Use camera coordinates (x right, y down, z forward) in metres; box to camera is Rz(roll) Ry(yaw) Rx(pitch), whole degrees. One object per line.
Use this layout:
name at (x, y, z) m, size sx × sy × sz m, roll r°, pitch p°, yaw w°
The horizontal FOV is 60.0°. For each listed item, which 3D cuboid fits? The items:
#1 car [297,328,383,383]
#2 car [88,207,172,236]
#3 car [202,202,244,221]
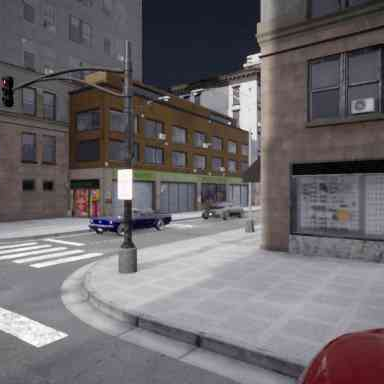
car at (2.732, 1.315, 0.876) m, size 5.009 × 1.841 × 2.192 m, roll 0°, pitch 0°, yaw 35°
car at (-3.257, 1.535, 18.172) m, size 1.895 × 1.301 × 4.718 m, roll 0°, pitch 0°, yaw 35°
car at (2.514, 1.456, 26.370) m, size 1.994 × 1.385 × 4.181 m, roll 0°, pitch 0°, yaw 35°
